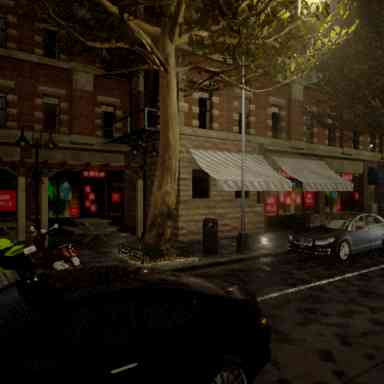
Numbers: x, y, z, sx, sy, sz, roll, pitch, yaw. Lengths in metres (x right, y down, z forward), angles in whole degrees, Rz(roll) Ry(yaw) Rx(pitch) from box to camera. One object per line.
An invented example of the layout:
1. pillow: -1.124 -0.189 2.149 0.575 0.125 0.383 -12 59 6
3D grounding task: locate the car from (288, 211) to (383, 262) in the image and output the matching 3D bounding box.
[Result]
1. car: 5.563 1.481 12.214 4.892 1.521 2.231 0 0 -35

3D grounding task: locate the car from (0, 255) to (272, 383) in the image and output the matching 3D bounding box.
1. car: -1.238 1.526 3.100 4.674 1.442 1.812 0 0 -35
